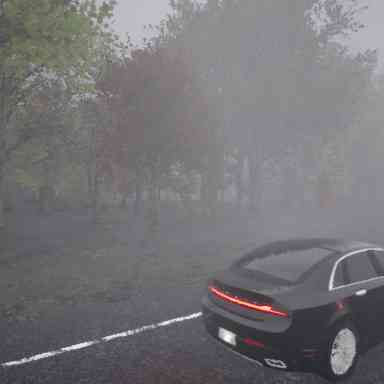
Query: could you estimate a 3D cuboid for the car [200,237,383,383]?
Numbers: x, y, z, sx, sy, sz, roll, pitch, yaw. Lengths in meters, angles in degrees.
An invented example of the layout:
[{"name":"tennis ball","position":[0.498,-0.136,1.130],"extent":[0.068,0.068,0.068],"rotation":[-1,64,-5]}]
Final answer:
[{"name":"car","position":[2.393,1.506,5.459],"extent":[4.892,1.490,1.837],"rotation":[0,0,-36]}]
